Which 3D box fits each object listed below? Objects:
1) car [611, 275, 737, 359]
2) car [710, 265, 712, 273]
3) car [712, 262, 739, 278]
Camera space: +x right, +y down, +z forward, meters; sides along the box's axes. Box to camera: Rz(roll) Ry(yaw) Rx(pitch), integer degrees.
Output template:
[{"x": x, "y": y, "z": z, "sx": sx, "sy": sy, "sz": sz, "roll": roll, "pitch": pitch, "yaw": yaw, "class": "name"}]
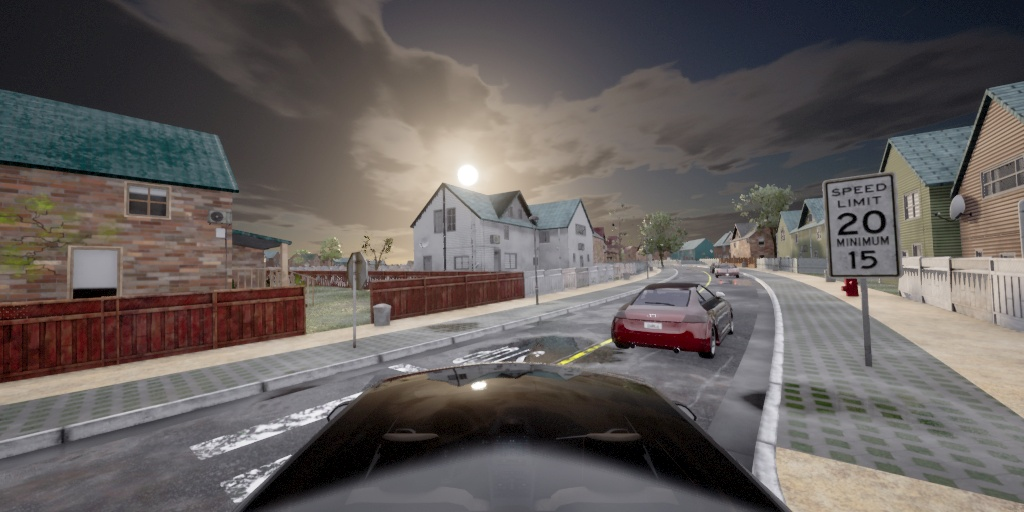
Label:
[{"x": 3.951, "y": 1.322, "z": 8.566, "sx": 1.994, "sy": 1.385, "sz": 4.181, "roll": -3, "pitch": -2, "yaw": 37, "class": "car"}, {"x": 25.154, "y": 1.432, "z": 43.508, "sx": 1.895, "sy": 1.301, "sz": 4.718, "roll": -2, "pitch": -1, "yaw": 25, "class": "car"}, {"x": 20.482, "y": 1.394, "z": 34.267, "sx": 1.895, "sy": 1.301, "sz": 4.718, "roll": -3, "pitch": -1, "yaw": 29, "class": "car"}]
